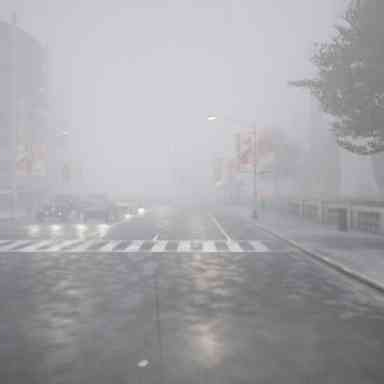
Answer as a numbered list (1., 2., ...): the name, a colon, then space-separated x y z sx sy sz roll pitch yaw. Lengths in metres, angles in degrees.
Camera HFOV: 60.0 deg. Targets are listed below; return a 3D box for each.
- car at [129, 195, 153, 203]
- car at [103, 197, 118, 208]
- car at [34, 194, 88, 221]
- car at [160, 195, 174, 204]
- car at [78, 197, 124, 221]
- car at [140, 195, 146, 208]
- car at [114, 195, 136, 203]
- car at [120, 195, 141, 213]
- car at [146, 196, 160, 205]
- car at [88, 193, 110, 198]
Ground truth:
1. car: -10.406 1.388 67.479 2.033 1.411 5.357 0 0 -43
2. car: -11.656 1.461 47.485 2.033 1.411 5.357 0 0 -14
3. car: -10.604 1.172 26.995 2.150 2.045 5.566 0 0 0
4. car: -4.928 1.245 59.145 2.097 1.767 4.553 0 0 -29
5. car: -7.106 1.429 26.462 1.882 1.535 5.008 0 0 0
6. car: -7.722 1.517 45.942 1.895 1.301 4.718 0 0 -10
7. car: -13.132 1.354 65.284 1.882 1.535 5.008 0 0 -43
8. car: -7.111 1.412 36.007 1.882 1.535 5.008 0 0 0
9. car: -7.583 1.498 56.660 1.895 1.301 4.718 0 0 -25
10. car: -10.590 1.154 37.087 2.150 2.045 5.566 0 0 0
